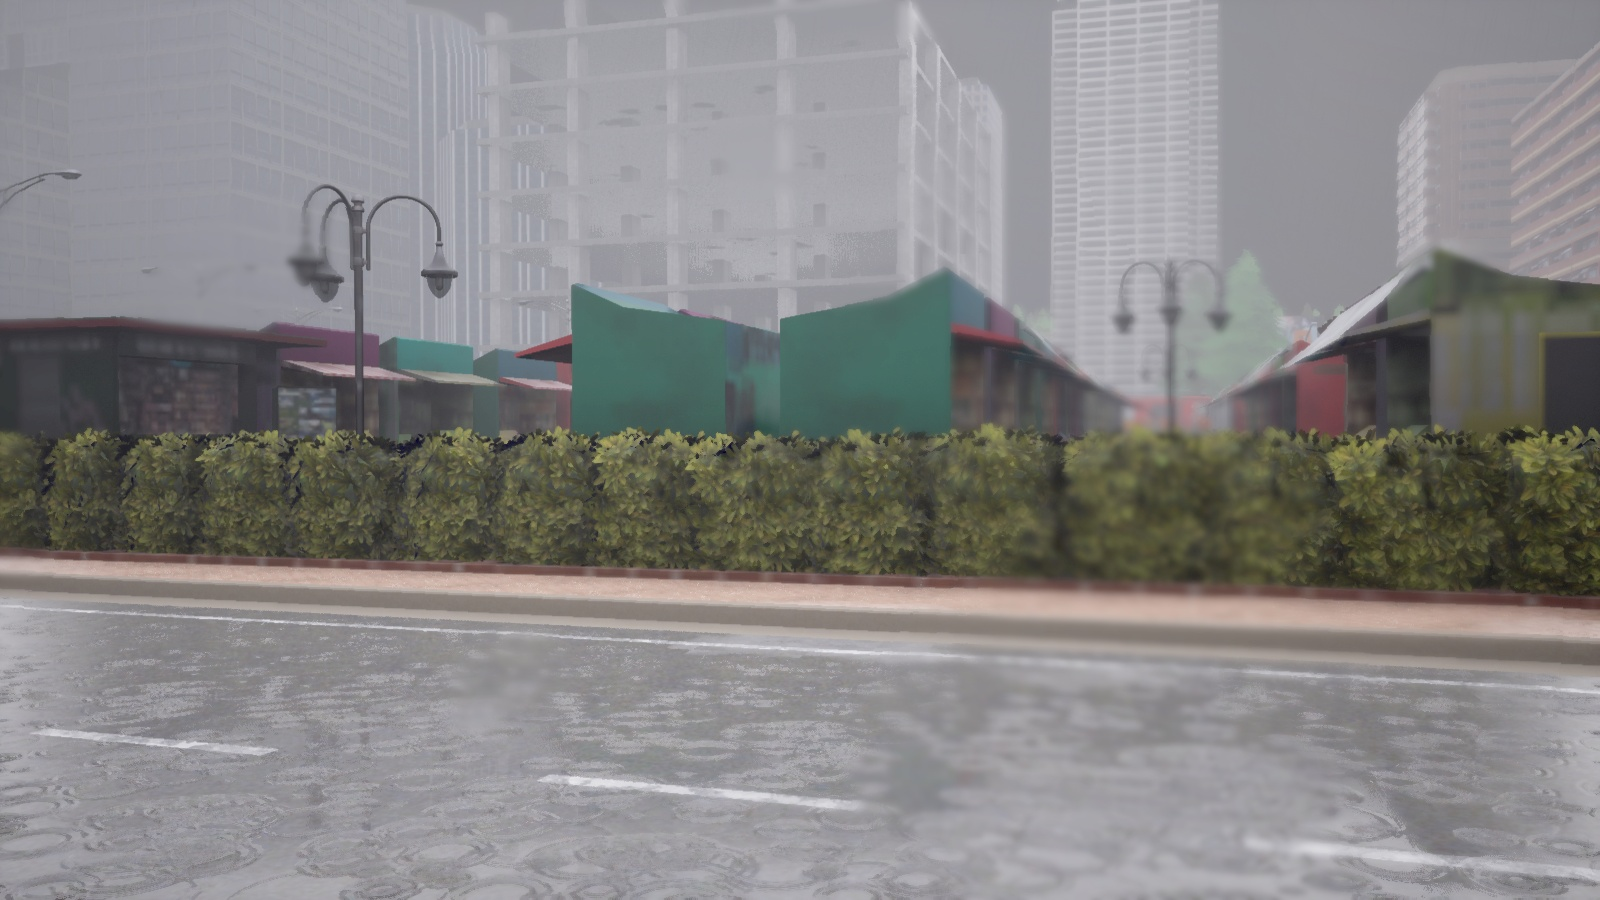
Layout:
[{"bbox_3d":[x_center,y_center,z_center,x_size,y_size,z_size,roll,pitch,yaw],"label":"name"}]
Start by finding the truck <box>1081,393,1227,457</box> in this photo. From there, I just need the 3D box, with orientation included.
[{"bbox_3d":[21.767,-1.551,77.417,8.468,3.827,2.891,0,1,16],"label":"truck"}]
